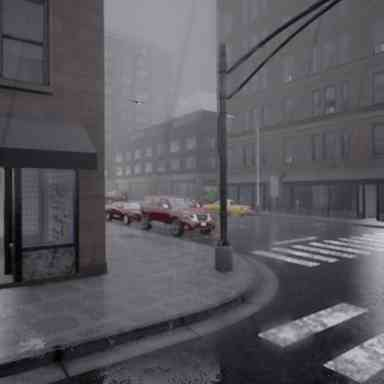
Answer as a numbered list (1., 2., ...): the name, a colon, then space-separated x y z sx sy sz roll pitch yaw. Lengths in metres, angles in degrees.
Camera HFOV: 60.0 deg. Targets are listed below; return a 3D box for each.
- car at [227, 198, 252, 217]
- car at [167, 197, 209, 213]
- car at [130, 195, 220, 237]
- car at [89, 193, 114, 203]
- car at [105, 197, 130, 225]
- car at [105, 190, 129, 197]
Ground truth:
1. car: 2.646 1.198 26.827 1.752 1.417 4.829 0 1 -36
2. car: -0.472 1.179 31.128 1.802 1.307 4.206 0 1 -36
3. car: -0.941 1.126 17.255 2.192 1.841 5.009 1 0 -36
4. car: -13.342 0.858 48.882 2.008 1.369 4.403 0 0 -36
5. car: -4.162 1.275 21.694 1.887 1.381 4.507 1 0 -36
6. car: -10.122 0.692 44.442 2.192 1.841 5.009 0 0 -36
